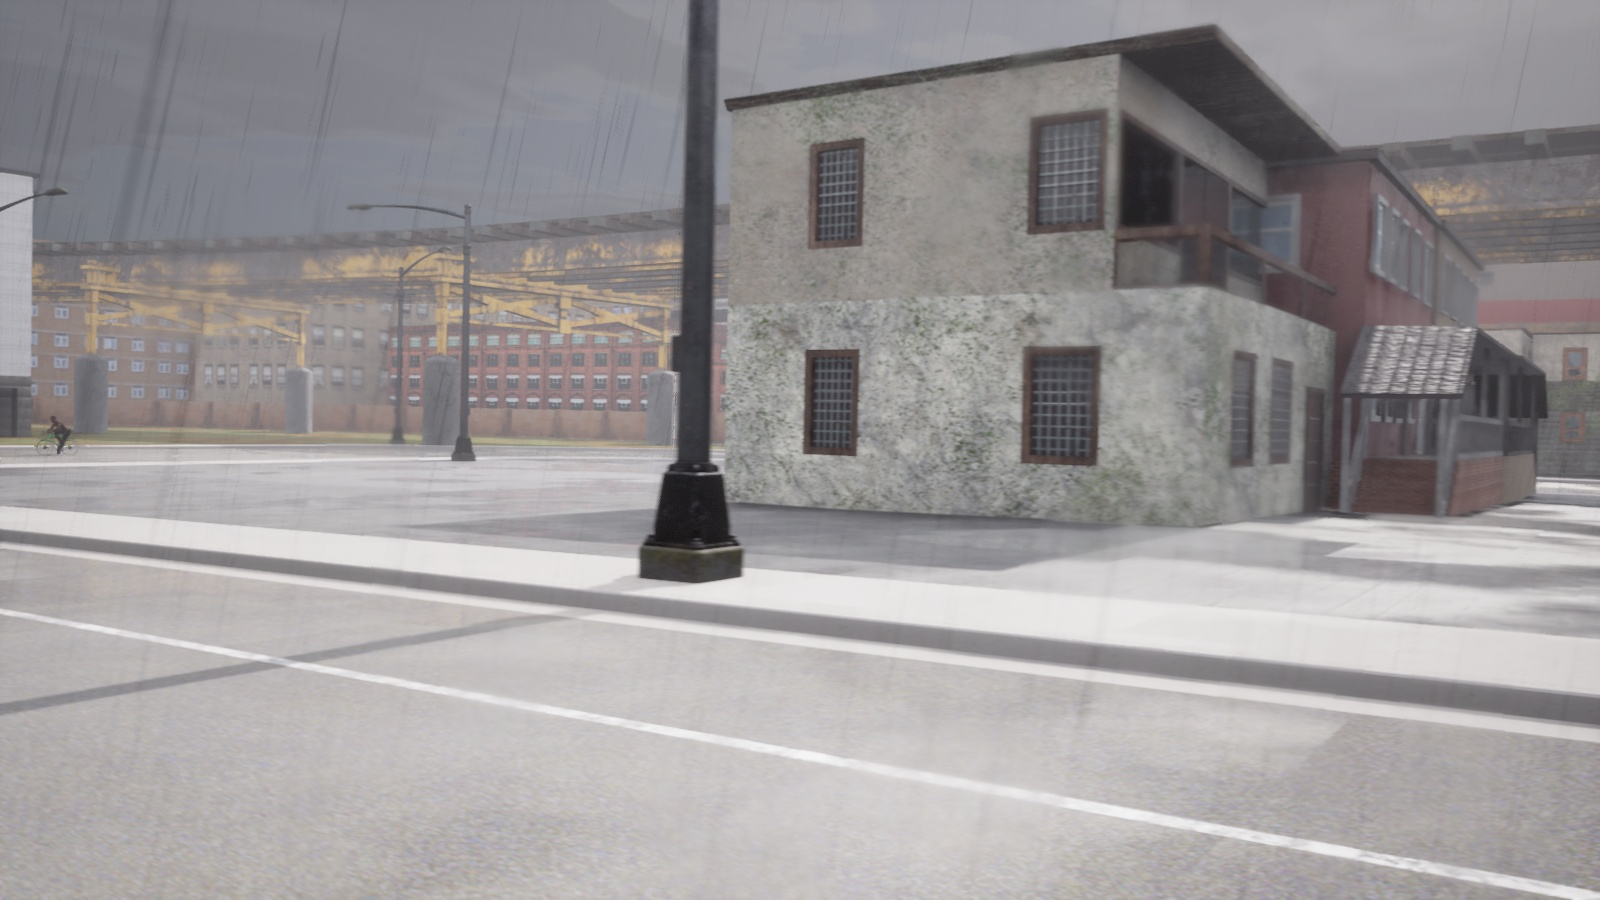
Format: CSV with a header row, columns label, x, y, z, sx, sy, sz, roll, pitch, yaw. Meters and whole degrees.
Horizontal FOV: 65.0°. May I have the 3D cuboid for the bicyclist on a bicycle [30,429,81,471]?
label,x,y,z,sx,sy,sz,roll,pitch,yaw
bicyclist on a bicycle,-29.739,-0.018,50.205,0.582,1.620,1.656,1,2,32
